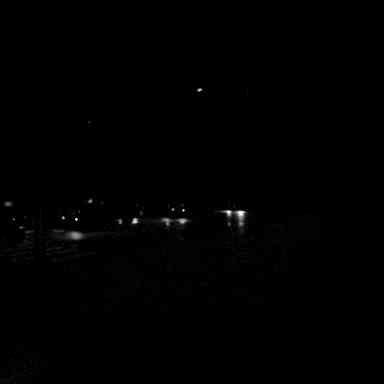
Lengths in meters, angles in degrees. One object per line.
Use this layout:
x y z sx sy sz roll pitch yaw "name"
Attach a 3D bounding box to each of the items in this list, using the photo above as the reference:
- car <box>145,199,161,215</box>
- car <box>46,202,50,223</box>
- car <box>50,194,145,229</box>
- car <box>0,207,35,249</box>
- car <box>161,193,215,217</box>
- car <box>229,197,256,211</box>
-4.117 1.383 30.139 1.882 1.535 5.008 0 0 35 "car"
-9.584 1.450 22.446 1.837 1.490 4.892 0 0 35 "car"
-5.999 1.155 21.877 2.150 2.045 5.566 0 0 35 "car"
-8.685 1.459 12.138 2.128 1.511 4.902 0 0 35 "car"
0.005 1.111 30.326 2.150 2.045 5.566 0 0 35 "car"
6.070 1.350 38.849 1.837 1.490 4.892 0 0 36 "car"
